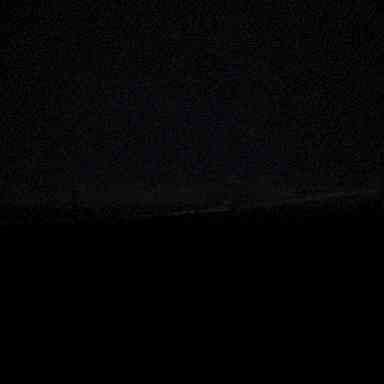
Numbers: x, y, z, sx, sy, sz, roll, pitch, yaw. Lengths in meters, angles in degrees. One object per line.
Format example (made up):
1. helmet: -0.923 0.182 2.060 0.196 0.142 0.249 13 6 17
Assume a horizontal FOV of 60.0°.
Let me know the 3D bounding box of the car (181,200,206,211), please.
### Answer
1. car: 0.316 2.469 61.051 2.097 1.767 4.553 -2 -1 36

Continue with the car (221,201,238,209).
1. car: 7.211 2.481 64.598 1.812 1.442 4.674 -2 -1 36

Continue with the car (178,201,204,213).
1. car: -0.387 2.531 54.021 2.128 1.511 4.902 -2 -1 36
